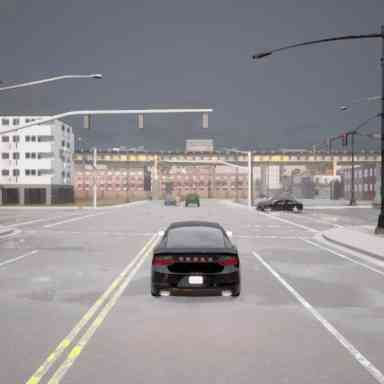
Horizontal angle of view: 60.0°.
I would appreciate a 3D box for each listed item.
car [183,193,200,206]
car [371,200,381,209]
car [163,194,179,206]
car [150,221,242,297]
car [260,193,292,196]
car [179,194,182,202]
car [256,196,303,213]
[{"bbox_3d":[0.102,1.220,54.554,2.150,2.045,5.566,0,0,0],"label":"car"},{"bbox_3d":[23.513,1.136,38.840,4.553,1.767,2.097,-1,0,1],"label":"car"},{"bbox_3d":[-3.569,1.503,54.848,1.837,1.490,4.892,0,0,0],"label":"car"},{"bbox_3d":[0.082,1.477,8.636,1.882,1.535,5.008,0,0,0],"label":"car"},{"bbox_3d":[10.038,1.291,39.178,4.553,1.767,2.097,0,0,2],"label":"car"},{"bbox_3d":[-3.523,1.476,66.187,1.882,1.535,5.008,0,0,0],"label":"car"},{"bbox_3d":[9.334,1.448,35.481,4.892,1.490,1.837,0,0,-1],"label":"car"}]
